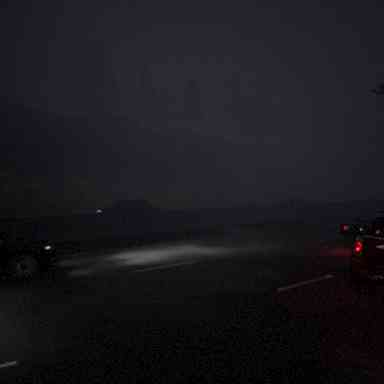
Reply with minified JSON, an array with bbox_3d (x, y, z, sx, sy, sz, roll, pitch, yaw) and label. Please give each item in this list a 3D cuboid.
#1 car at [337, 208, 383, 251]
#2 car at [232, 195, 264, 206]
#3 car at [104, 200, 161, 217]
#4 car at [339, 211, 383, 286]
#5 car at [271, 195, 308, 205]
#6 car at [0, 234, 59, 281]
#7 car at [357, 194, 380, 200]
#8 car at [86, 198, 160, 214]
[{"bbox_3d":[8.322,1.435,13.970,4.718,1.301,1.895,-1,0,-35],"label":"car"},{"bbox_3d":[7.397,1.176,43.522,4.674,1.442,1.812,-1,0,-35],"label":"car"},{"bbox_3d":[-5.365,1.455,30.246,4.718,1.301,1.895,-1,0,-35],"label":"car"},{"bbox_3d":[5.788,1.249,7.868,4.553,1.767,2.097,-1,0,-35],"label":"car"},{"bbox_3d":[10.985,1.148,37.487,4.902,1.511,2.128,-1,0,-35],"label":"car"},{"bbox_3d":[-5.897,1.494,8.138,4.902,1.511,2.128,-1,0,-35],"label":"car"},{"bbox_3d":[28.349,0.956,53.473,4.181,1.385,1.994,-1,0,-34],"label":"car"},{"bbox_3d":[-4.712,1.252,22.117,4.553,1.767,2.097,-1,1,-35],"label":"car"}]
